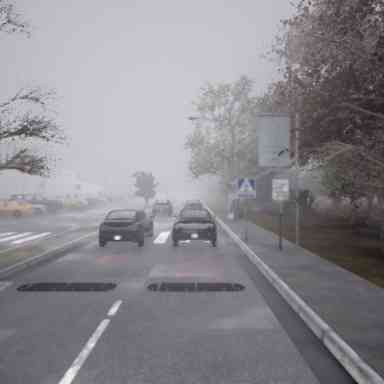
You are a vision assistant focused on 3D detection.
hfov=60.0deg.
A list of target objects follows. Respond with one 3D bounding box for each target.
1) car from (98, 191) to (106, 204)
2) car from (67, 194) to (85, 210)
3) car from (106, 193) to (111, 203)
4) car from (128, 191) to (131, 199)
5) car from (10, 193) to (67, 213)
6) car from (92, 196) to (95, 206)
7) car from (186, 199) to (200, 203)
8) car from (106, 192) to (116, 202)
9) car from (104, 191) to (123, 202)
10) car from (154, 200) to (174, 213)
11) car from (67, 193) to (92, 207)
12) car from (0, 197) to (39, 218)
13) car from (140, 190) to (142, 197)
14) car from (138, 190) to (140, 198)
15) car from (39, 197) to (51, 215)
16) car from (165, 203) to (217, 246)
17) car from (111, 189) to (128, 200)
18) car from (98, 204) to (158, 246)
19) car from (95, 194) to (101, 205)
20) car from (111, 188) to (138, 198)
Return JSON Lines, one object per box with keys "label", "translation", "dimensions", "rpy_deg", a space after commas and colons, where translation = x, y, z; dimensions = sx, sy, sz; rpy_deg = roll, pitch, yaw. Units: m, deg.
{"label": "car", "translation": [-16.827, 1.217, 53.830], "dimensions": [4.553, 1.767, 2.185], "rpy_deg": [-1, 1, -20]}
{"label": "car", "translation": [-16.637, 1.458, 41.892], "dimensions": [5.366, 1.575, 1.946], "rpy_deg": [-1, 0, -20]}
{"label": "car", "translation": [-16.794, 1.342, 56.843], "dimensions": [4.674, 1.452, 2.002], "rpy_deg": [-1, 1, -20]}
{"label": "car", "translation": [-16.600, 1.070, 71.913], "dimensions": [5.366, 1.575, 1.946], "rpy_deg": [-1, 1, -20]}
{"label": "car", "translation": [-16.793, 1.246, 35.837], "dimensions": [5.566, 2.045, 2.435], "rpy_deg": [-1, 0, -20]}
{"label": "car", "translation": [-16.828, 1.443, 47.819], "dimensions": [4.792, 1.488, 2.163], "rpy_deg": [-1, 1, -20]}
{"label": "car", "translation": [0.118, 1.514, 33.468], "dimensions": [1.837, 1.490, 4.892], "rpy_deg": [0, 0, 0]}
{"label": "car", "translation": [-16.781, 1.257, 59.842], "dimensions": [5.008, 1.535, 2.097], "rpy_deg": [-1, 1, -20]}
{"label": "car", "translation": [-16.755, 1.193, 65.859], "dimensions": [4.792, 1.488, 2.163], "rpy_deg": [-1, 1, -20]}
{"label": "car", "translation": [-2.882, 1.501, 33.383], "dimensions": [2.128, 1.511, 4.902], "rpy_deg": [0, 0, 0]}
{"label": "car", "translation": [-16.834, 1.190, 44.817], "dimensions": [5.566, 2.045, 2.435], "rpy_deg": [-1, 1, -20]}
{"label": "car", "translation": [-16.995, 1.506, 29.745], "dimensions": [5.366, 1.575, 1.946], "rpy_deg": [-1, 0, -20]}
{"label": "car", "translation": [-16.787, 0.745, 89.840], "dimensions": [4.553, 1.767, 2.185], "rpy_deg": [-1, 0, -20]}
{"label": "car", "translation": [-16.728, 0.771, 86.854], "dimensions": [4.553, 1.767, 2.185], "rpy_deg": [-1, 1, -20]}
{"label": "car", "translation": [-16.824, 1.542, 32.818], "dimensions": [4.674, 1.452, 2.002], "rpy_deg": [-1, 0, -20]}
{"label": "car", "translation": [0.109, 1.501, 15.381], "dimensions": [2.128, 1.511, 4.902], "rpy_deg": [0, 0, 0]}
{"label": "car", "translation": [-16.757, 0.868, 68.858], "dimensions": [5.566, 2.045, 2.435], "rpy_deg": [-1, 1, -20]}
{"label": "car", "translation": [-2.891, 1.515, 15.322], "dimensions": [1.837, 1.490, 4.892], "rpy_deg": [0, 0, 0]}
{"label": "car", "translation": [-16.801, 1.423, 50.844], "dimensions": [4.674, 1.452, 2.002], "rpy_deg": [-1, 0, -20]}
{"label": "car", "translation": [-16.791, 0.711, 80.827], "dimensions": [5.566, 2.045, 2.435], "rpy_deg": [-1, 1, -20]}
